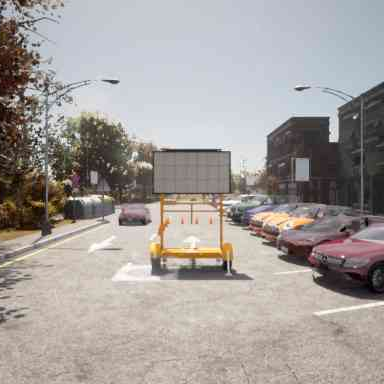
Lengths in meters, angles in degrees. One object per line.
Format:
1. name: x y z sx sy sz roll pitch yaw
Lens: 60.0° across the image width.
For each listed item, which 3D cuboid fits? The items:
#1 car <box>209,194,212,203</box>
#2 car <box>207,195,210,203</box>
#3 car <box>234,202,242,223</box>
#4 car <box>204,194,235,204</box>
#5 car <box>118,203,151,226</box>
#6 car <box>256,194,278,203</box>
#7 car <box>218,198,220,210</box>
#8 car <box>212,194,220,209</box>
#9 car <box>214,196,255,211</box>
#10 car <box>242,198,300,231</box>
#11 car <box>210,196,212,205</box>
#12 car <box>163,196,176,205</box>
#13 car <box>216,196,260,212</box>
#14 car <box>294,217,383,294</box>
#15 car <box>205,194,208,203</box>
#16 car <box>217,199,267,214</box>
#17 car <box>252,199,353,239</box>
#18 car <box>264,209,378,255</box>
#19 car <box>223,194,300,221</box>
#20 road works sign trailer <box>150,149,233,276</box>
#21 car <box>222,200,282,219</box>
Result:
1. car: 5.401 1.446 47.678 4.553 1.767 2.185 1 0 -20
2. car: 5.362 1.583 50.681 5.008 1.535 2.097 1 -1 -20
3. car: 5.308 1.538 20.651 4.674 1.452 2.002 1 0 -20
4. car: 5.375 1.391 65.719 5.566 2.045 2.435 1 0 -20
5. car: -4.030 1.543 23.989 1.812 1.442 4.674 0 0 0
6. car: 18.333 1.462 81.718 2.435 2.045 5.566 0 0 -21
7. car: 5.151 1.503 26.586 5.366 1.575 1.946 1 0 -20
8. car: 5.317 1.270 32.646 5.566 2.045 2.435 1 0 -20
9. car: 5.328 1.423 41.661 4.553 1.767 2.185 1 0 -20
10. car: 5.339 1.369 17.654 4.553 1.767 2.185 1 0 -20
11. car: 5.365 1.600 44.669 4.674 1.452 2.002 1 0 -20
12. car: -4.045 1.486 60.209 2.097 1.767 4.553 0 0 0
13. car: 5.322 1.413 38.660 4.553 1.767 2.185 1 0 -20
14. car: 5.299 1.527 8.641 4.674 1.452 2.002 1 0 -20
15. car: 5.190 1.612 59.625 5.366 1.575 1.946 1 0 -20
16. car: 5.321 1.560 35.645 4.792 1.488 2.163 1 0 -20
17. car: 5.334 1.366 14.653 4.553 1.767 2.185 1 0 -20
18. car: 5.271 1.518 11.633 4.792 1.488 2.163 1 0 -20
19. car: 5.308 1.251 23.629 5.566 2.045 2.435 1 0 -20
20. road works sign trailer: -0.011 0.467 10.358 2.380 3.560 2.880 0 0 0
21. car: 5.304 1.544 29.644 4.792 1.488 2.163 1 0 -20
